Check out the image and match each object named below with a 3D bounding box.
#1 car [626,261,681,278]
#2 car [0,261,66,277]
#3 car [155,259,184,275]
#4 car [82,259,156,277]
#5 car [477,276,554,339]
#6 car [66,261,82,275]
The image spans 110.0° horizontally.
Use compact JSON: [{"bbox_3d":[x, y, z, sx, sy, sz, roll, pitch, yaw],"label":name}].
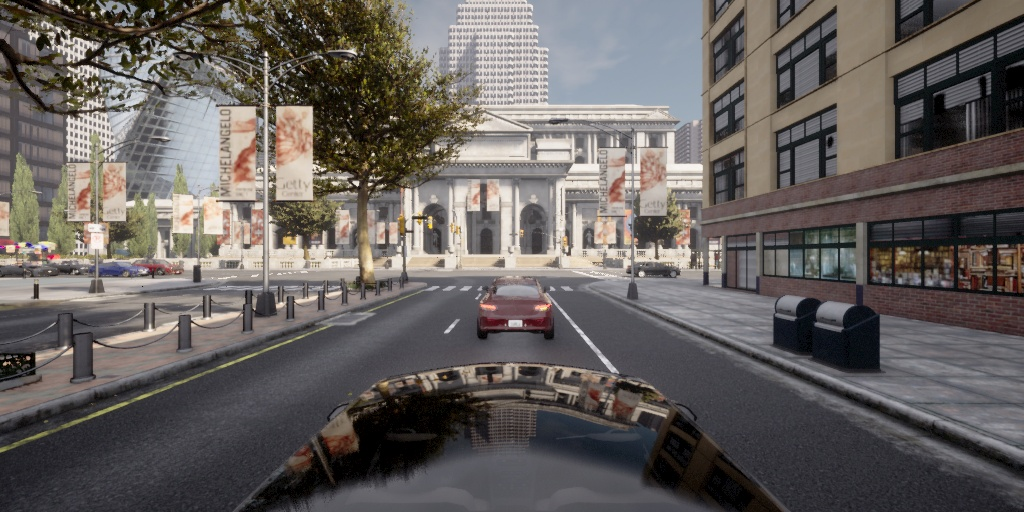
[{"bbox_3d":[13.251,1.255,33.615,4.892,1.490,1.837,0,0,1],"label":"car"},{"bbox_3d":[-46.104,1.314,34.177,4.181,1.385,1.994,0,0,-1],"label":"car"},{"bbox_3d":[-37.312,1.102,37.647,4.553,1.767,2.097,0,0,0],"label":"car"},{"bbox_3d":[-37.344,1.276,34.152,4.674,1.442,1.812,0,0,0],"label":"car"},{"bbox_3d":[0.111,1.276,9.959,1.812,1.442,4.674,0,0,1],"label":"car"},{"bbox_3d":[-46.267,1.241,37.684,4.902,1.511,2.128,0,0,0],"label":"car"}]
